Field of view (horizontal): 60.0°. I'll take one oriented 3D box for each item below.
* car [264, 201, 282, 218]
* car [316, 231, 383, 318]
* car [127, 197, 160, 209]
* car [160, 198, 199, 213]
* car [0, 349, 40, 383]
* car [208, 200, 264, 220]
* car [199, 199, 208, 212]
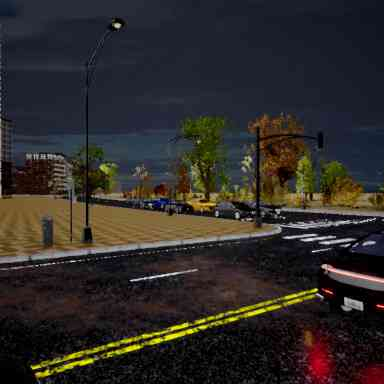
[{"bbox_3d":[6.286,1.540,31.280,2.128,1.511,4.902,0,0,-32],"label":"car"},{"bbox_3d":[4.466,1.491,6.432,4.902,1.511,2.128,0,0,-34],"label":"car"},{"bbox_3d":[-6.805,1.597,46.431,2.128,1.511,4.902,0,0,-31],"label":"car"},{"bbox_3d":[-1.478,1.648,37.650,1.994,1.385,4.181,0,0,-32],"label":"car"},{"bbox_3d":[-3.116,1.492,1.186,4.902,1.511,2.128,0,0,-36],"label":"car"},{"bbox_3d":[3.740,1.564,29.219,1.837,1.490,4.892,0,0,-32],"label":"car"},{"bbox_3d":[1.052,1.550,39.746,1.882,1.535,5.008,0,0,-32],"label":"car"}]
